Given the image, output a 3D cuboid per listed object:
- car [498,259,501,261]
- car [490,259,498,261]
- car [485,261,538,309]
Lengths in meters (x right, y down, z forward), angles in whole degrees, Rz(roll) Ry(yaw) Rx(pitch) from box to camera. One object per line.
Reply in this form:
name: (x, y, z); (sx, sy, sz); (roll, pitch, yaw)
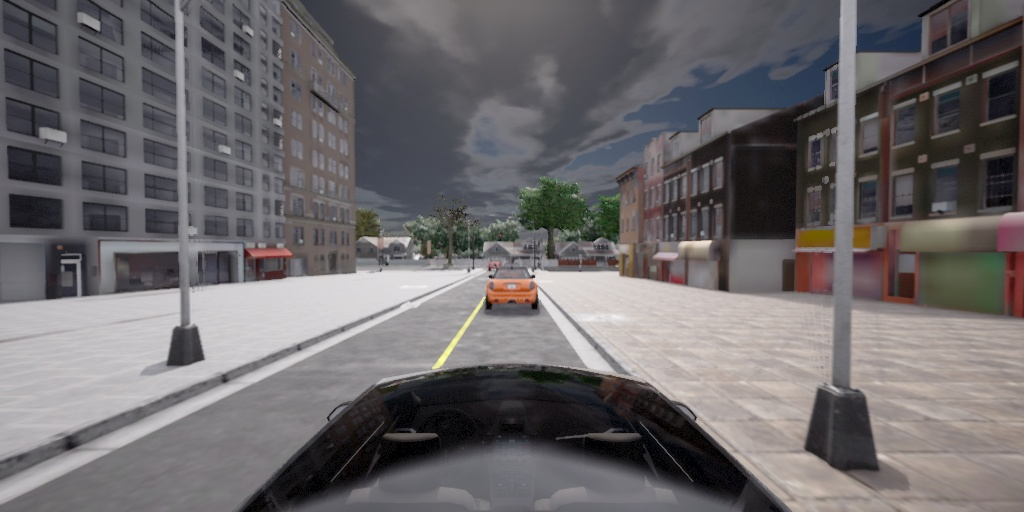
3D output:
car: (-0.005, 1.365, 30.926); (2.097, 1.767, 4.553); (0, -1, 0)
car: (-2.751, 1.481, 59.627); (2.150, 2.045, 5.566); (1, -1, 0)
car: (-0.002, 1.231, 15.919); (2.097, 1.767, 4.553); (0, -1, 0)
